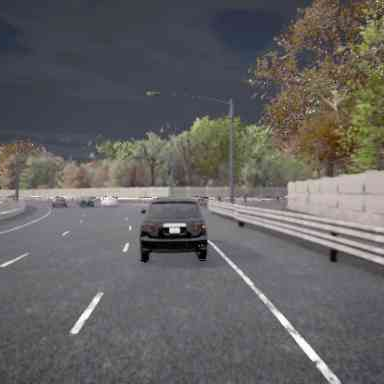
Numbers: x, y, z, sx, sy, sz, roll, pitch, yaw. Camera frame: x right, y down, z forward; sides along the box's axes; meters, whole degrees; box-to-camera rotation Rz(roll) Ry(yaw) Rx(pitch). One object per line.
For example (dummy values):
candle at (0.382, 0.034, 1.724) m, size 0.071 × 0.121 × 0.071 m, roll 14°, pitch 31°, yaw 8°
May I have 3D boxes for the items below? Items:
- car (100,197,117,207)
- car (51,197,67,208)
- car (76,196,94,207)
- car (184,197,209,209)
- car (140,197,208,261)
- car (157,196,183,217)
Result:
car at (-12.805, 1.530, 51.369) m, size 1.812 × 1.442 × 4.674 m, roll 0°, pitch 0°, yaw -27°
car at (-20.259, 1.529, 50.545) m, size 2.128 × 1.511 × 4.902 m, roll 0°, pitch 0°, yaw -28°
car at (-16.317, 1.373, 50.522) m, size 2.097 × 1.767 × 4.553 m, roll 0°, pitch 0°, yaw -27°
car at (0.648, 1.479, 44.806) m, size 1.812 × 1.442 × 4.674 m, roll -1°, pitch 0°, yaw 21°
car at (-0.740, 1.213, 12.400) m, size 2.150 × 2.045 × 5.566 m, roll 0°, pitch 0°, yaw -5°
car at (-2.029, 1.329, 32.007) m, size 2.097 × 1.767 × 4.553 m, roll 0°, pitch 0°, yaw 1°
